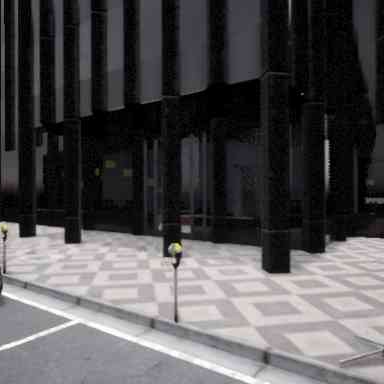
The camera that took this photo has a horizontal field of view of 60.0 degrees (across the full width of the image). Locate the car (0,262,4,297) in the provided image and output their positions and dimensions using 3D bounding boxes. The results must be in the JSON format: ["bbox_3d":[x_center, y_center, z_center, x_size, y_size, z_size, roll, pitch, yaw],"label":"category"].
[{"bbox_3d":[-5.887,1.487,7.166,4.097,1.590,1.967,0,0,36],"label":"car"}]
